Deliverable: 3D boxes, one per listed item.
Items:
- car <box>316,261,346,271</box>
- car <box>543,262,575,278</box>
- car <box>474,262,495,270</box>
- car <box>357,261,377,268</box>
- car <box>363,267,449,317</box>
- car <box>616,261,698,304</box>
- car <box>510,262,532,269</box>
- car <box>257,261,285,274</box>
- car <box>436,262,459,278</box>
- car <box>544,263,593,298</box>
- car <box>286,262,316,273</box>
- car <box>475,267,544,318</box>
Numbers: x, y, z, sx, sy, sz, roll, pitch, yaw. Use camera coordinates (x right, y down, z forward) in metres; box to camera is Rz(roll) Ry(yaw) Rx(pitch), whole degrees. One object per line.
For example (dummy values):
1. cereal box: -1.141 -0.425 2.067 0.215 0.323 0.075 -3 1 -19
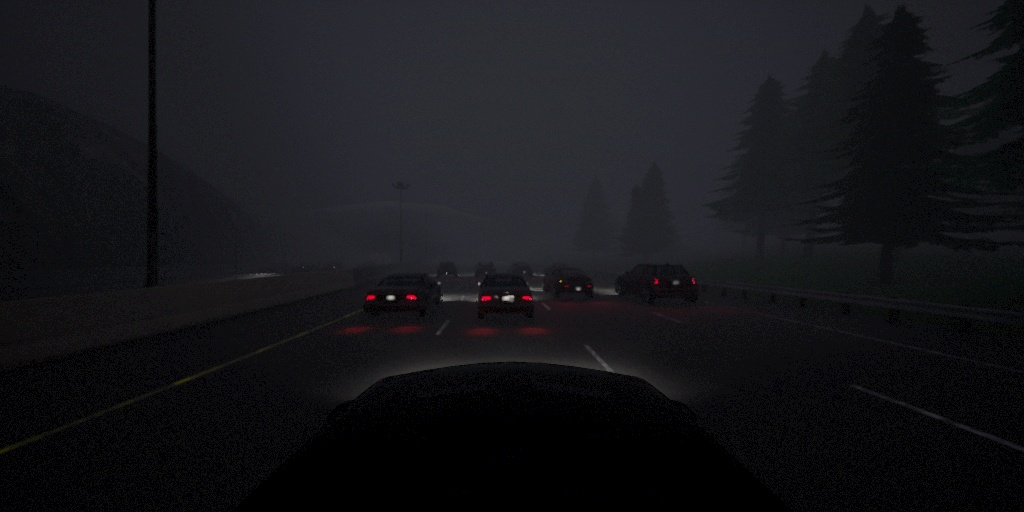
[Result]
1. car: -21.992 1.342 44.176 1.812 1.442 4.674 0 0 -9
2. car: 4.421 1.314 34.550 1.994 1.385 4.181 0 0 -8
3. car: -2.553 1.258 33.903 2.128 1.511 4.902 0 0 -8
4. car: -18.885 1.375 47.050 1.994 1.385 4.181 0 0 -8
5. car: -3.809 1.310 13.330 2.033 1.411 5.357 0 0 -3
6. car: 6.446 1.091 16.515 2.097 1.767 4.553 0 0 -4
7. car: 0.809 1.284 34.985 1.812 1.442 4.674 0 0 -8
8. car: -29.080 1.381 44.296 2.033 1.411 5.357 0 0 -8
9. car: -6.098 1.280 33.962 1.837 1.490 4.892 0 0 -8
10. car: 2.795 1.274 18.378 1.812 1.442 4.674 0 0 -5
11. car: -25.520 1.426 44.116 1.895 1.301 4.718 0 0 -8
12. car: -0.291 1.302 13.077 2.033 1.411 5.357 0 0 -3
